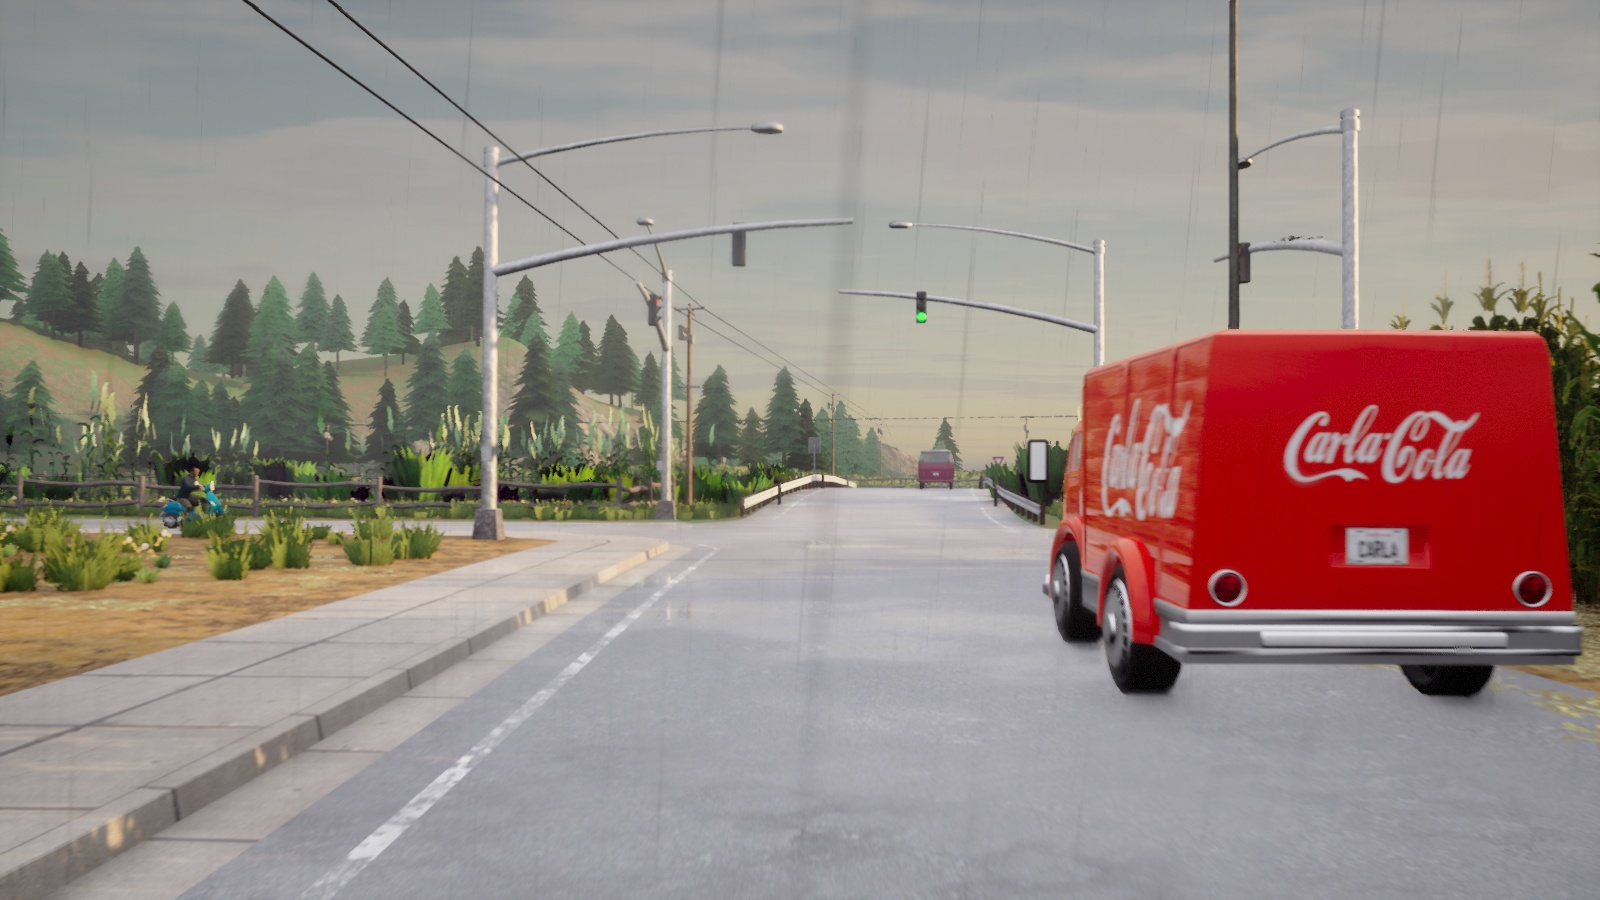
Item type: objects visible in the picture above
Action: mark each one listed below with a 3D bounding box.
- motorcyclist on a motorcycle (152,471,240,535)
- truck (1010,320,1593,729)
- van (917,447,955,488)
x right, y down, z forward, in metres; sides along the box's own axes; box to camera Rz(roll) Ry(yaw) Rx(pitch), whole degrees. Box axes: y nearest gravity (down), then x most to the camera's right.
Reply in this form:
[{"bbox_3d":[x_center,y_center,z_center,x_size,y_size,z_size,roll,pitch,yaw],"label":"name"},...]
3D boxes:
[{"bbox_3d":[-15.300,1.341,31.828,1.817,1.590,0.866,0,-1,3],"label":"motorcyclist on a motorcycle"},{"bbox_3d":[3.474,0.490,10.218,2.627,2.467,5.204,0,-1,0],"label":"truck"},{"bbox_3d":[6.938,0.913,63.665,1.775,1.987,4.442,0,-1,8],"label":"van"}]
